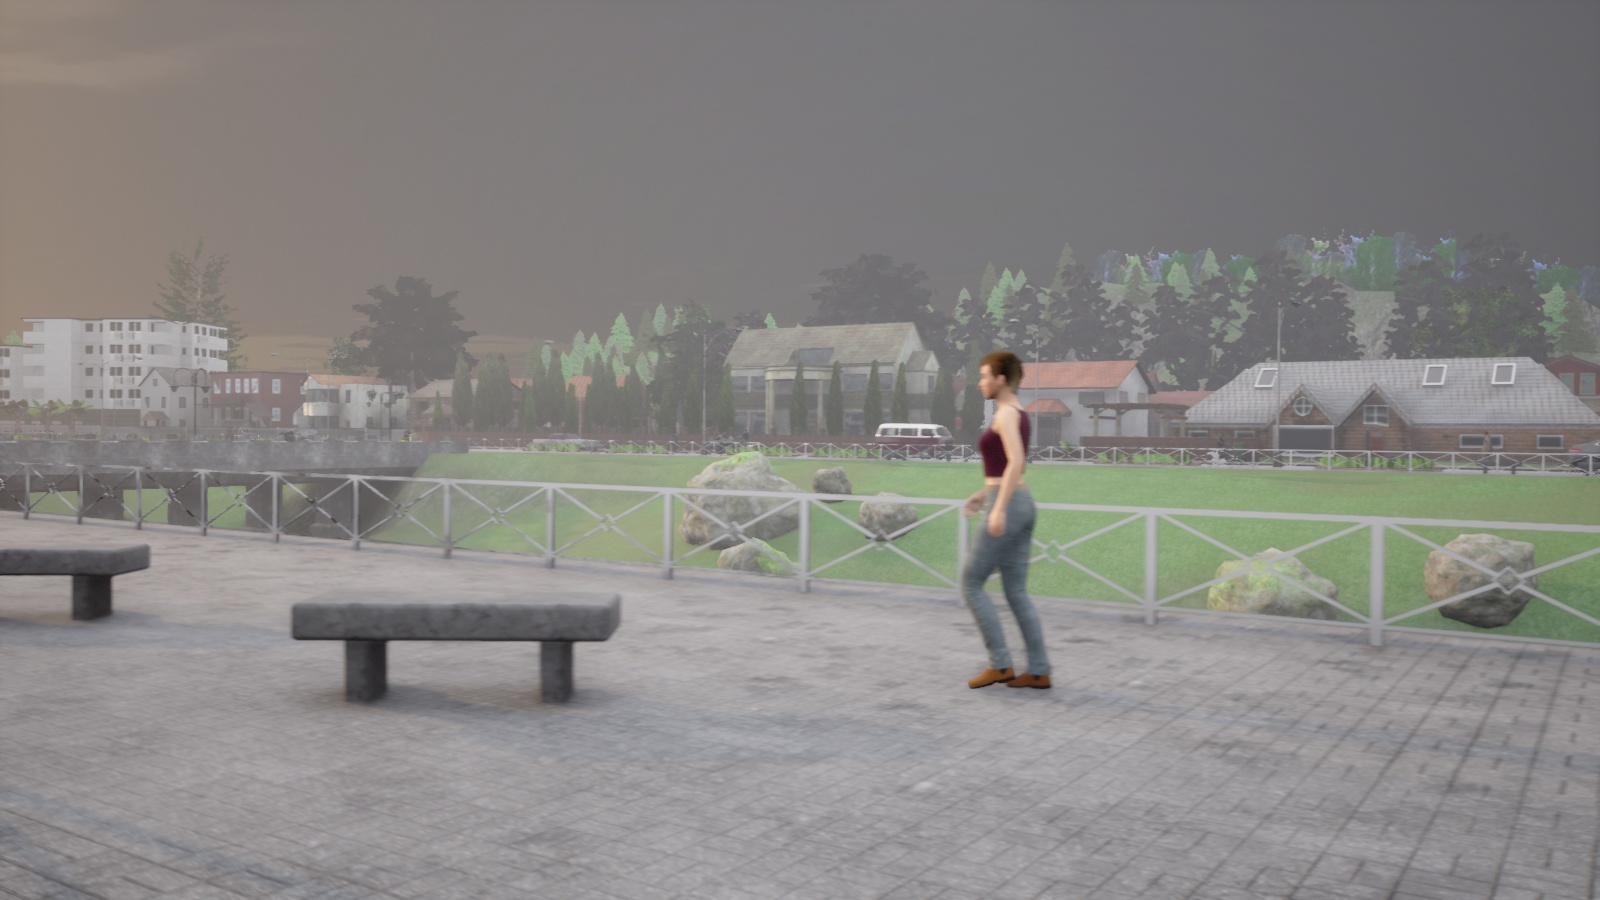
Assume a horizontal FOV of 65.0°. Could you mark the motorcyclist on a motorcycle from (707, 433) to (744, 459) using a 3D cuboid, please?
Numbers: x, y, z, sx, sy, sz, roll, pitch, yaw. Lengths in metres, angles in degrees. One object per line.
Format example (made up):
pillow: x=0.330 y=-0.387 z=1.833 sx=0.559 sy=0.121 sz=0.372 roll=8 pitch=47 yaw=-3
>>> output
motorcyclist on a motorcycle: x=-4.528 y=-0.236 z=76.456 sx=2.191 sy=1.530 sz=0.866 roll=0 pitch=1 yaw=34

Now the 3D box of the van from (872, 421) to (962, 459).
van: x=6.423 y=-0.547 z=69.172 sx=4.480 sy=2.038 sz=2.069 roll=0 pitch=1 yaw=34

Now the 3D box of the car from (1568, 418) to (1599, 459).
car: x=34.073 y=-0.492 z=50.794 sx=5.027 sy=1.651 sz=2.152 roll=0 pitch=1 yaw=34

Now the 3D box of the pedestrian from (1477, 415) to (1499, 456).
pedestrian: x=33.624 y=-0.701 z=61.354 sx=0.873 sy=1.952 sz=0.659 roll=0 pitch=1 yaw=36

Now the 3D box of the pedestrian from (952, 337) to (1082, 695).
pedestrian: x=1.164 y=0.339 z=6.725 sx=0.594 sy=1.836 sz=0.345 roll=0 pitch=1 yaw=29

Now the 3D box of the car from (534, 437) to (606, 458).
car: x=-15.353 y=-0.171 z=83.654 sx=4.718 sy=1.301 sz=1.895 roll=0 pitch=1 yaw=34

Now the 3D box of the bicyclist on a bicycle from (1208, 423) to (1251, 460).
bicyclist on a bicycle: x=20.471 y=-0.400 z=59.838 sx=1.843 sy=1.776 sz=0.659 roll=0 pitch=1 yaw=34
